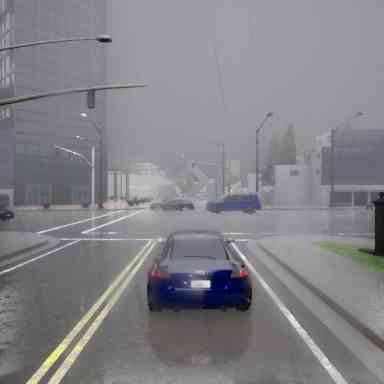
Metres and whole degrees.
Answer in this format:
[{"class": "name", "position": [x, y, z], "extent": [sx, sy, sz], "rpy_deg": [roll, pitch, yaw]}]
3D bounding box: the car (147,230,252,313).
[{"class": "car", "position": [0.091, 1.564, 7.774], "extent": [1.994, 1.385, 4.181], "rpy_deg": [0, 0, -2]}]

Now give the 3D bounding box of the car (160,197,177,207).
[{"class": "car", "position": [-3.565, 1.491, 51.251], "extent": [2.128, 1.511, 4.902], "rpy_deg": [0, 0, 0]}]

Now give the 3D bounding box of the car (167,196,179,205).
[{"class": "car", "position": [-3.515, 1.505, 61.651], "extent": [1.837, 1.490, 4.892], "rpy_deg": [0, 0, 1]}]

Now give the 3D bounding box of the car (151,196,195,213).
[{"class": "car", "position": [-2.146, 1.527, 36.992], "extent": [4.892, 1.490, 1.837], "rpy_deg": [0, 0, 0]}]

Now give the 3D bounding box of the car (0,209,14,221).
[{"class": "car", "position": [-16.385, 1.672, 26.190], "extent": [4.181, 1.385, 1.994], "rpy_deg": [-1, 0, 0]}]

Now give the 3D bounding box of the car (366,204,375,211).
[{"class": "car", "position": [22.457, 1.492, 37.183], "extent": [5.357, 1.411, 2.033], "rpy_deg": [0, 0, 0]}]

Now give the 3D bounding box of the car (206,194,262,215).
[{"class": "car", "position": [4.200, 1.225, 33.539], "extent": [5.566, 2.045, 2.150], "rpy_deg": [0, 0, 0]}]
